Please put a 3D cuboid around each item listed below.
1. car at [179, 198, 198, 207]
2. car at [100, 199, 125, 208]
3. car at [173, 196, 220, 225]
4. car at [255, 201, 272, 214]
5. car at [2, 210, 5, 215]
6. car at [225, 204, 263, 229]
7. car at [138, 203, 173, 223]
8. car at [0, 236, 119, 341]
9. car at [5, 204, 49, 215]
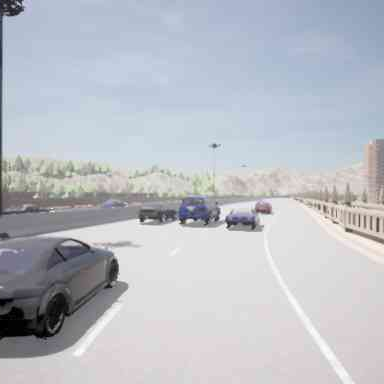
[{"bbox_3d":[-0.539,1.870,58.955,1.882,1.535,5.008,0,0,16],"label":"car"},{"bbox_3d":[-11.249,1.735,47.499,1.812,1.442,4.674,0,-1,17],"label":"car"},{"bbox_3d":[0.647,1.333,25.308,2.150,2.045,5.566,0,0,16],"label":"car"},{"bbox_3d":[8.365,1.802,39.261,1.994,1.385,4.181,0,0,16],"label":"car"},{"bbox_3d":[-12.405,1.557,16.683,2.033,1.411,5.357,0,0,10],"label":"car"},{"bbox_3d":[3.540,1.709,22.656,1.895,1.301,4.718,0,0,15],"label":"car"},{"bbox_3d":[-2.624,1.610,26.453,1.837,1.490,4.892,0,0,15],"label":"car"},{"bbox_3d":[-2.938,1.572,6.674,1.994,1.385,4.181,0,0,5],"label":"car"},{"bbox_3d":[-13.731,1.660,26.584,1.895,1.301,4.718,0,0,15],"label":"car"}]
